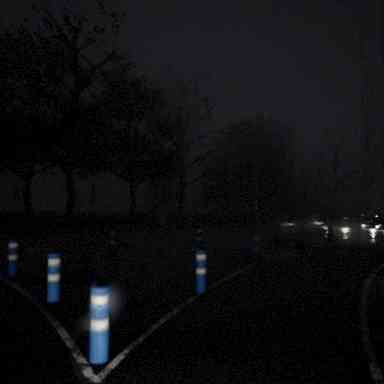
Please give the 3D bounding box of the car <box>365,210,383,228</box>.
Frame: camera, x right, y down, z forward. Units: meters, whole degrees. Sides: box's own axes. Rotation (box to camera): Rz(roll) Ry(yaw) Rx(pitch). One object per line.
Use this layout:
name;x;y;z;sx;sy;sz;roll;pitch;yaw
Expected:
car;18.293;2.665;30.916;2.033;1.411;5.357;0;-3;45

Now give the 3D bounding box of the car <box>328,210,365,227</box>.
car;15.173;2.537;32.741;1.882;1.535;5.008;0;-3;45
